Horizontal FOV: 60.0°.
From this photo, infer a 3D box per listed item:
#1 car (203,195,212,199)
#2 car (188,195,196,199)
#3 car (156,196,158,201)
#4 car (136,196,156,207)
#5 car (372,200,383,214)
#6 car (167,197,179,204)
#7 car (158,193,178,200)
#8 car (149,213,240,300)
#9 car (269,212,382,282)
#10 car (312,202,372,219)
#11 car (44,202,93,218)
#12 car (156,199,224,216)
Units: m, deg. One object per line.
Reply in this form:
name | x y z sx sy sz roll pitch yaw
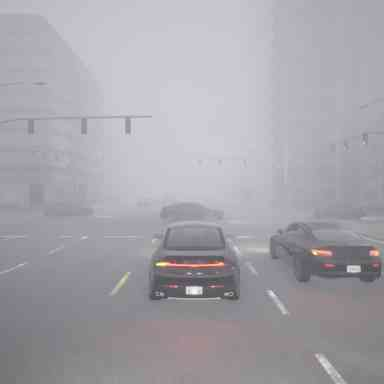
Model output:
car | 3.500 1.500 74.698 1.837 1.490 4.892 0 0 0
car | -0.004 1.364 73.853 2.128 1.511 4.902 0 0 0
car | -7.073 1.477 59.926 1.882 1.535 5.008 0 0 0
car | -7.101 1.547 50.103 2.033 1.411 5.357 0 0 0
car | 20.844 1.547 35.464 5.357 1.411 2.033 0 0 1
car | -3.553 1.601 63.317 1.895 1.301 4.718 0 0 1
car | -3.606 1.221 53.344 2.150 2.045 5.566 0 0 1
car | 0.057 1.505 8.345 1.837 1.490 4.892 0 0 0
car | 3.563 1.526 9.601 1.812 1.442 4.674 0 0 0
car | 12.471 1.564 28.347 4.181 1.385 1.994 0 0 1
car | -11.067 1.564 29.956 4.181 1.385 1.994 0 0 -16
car | 0.006 1.505 24.972 4.892 1.490 1.837 0 0 1
